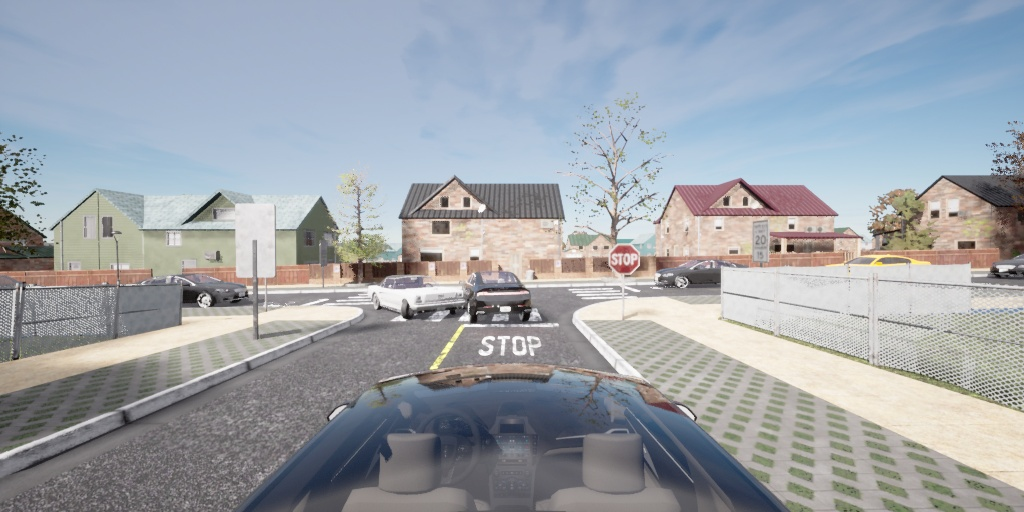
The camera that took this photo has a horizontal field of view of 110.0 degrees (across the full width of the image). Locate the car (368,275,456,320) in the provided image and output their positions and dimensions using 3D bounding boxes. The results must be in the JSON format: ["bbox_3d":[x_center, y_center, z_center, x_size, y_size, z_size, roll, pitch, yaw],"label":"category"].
[{"bbox_3d":[-3.602,1.368,13.022,1.895,1.301,4.718,0,0,-38],"label":"car"}]

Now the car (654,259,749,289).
[{"bbox_3d":[10.331,0.925,19.570,4.902,1.511,2.128,-1,1,0],"label":"car"}]

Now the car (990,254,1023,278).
[{"bbox_3d":[29.386,0.477,19.643,4.902,1.511,2.128,-1,1,0],"label":"car"}]

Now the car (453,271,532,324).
[{"bbox_3d":[-0.685,1.242,12.162,2.128,1.511,4.902,0,0,-12],"label":"car"}]

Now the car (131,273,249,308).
[{"bbox_3d":[-14.902,1.566,16.518,4.902,1.511,2.128,-1,1,0],"label":"car"}]

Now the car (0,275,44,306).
[{"bbox_3d":[-24.239,1.648,16.477,4.553,1.767,2.097,-1,1,0],"label":"car"}]

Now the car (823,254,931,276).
[{"bbox_3d":[19.761,0.690,19.607,5.008,1.535,1.882,-1,1,-1],"label":"car"}]
